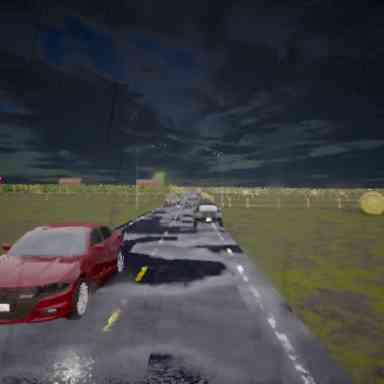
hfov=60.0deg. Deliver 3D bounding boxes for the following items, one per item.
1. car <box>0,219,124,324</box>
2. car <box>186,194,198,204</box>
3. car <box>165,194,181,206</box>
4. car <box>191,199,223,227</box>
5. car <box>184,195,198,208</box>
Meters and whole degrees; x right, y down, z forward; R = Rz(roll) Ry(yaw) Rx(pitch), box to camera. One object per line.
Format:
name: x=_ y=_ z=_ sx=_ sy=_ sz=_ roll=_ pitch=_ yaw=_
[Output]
car: x=-2.844 y=1.440 z=7.461 sx=1.882 sy=1.535 sz=5.008 roll=0 pitch=0 yaw=0
car: x=0.044 y=1.184 z=56.651 sx=1.882 sy=1.535 sz=5.008 roll=0 pitch=0 yaw=0
car: x=-2.787 y=1.097 z=49.507 sx=2.097 sy=1.767 sz=4.553 roll=0 pitch=0 yaw=0
car: x=0.980 y=1.418 z=21.601 sx=1.812 sy=1.442 sz=4.674 roll=0 pitch=0 yaw=0
car: x=0.058 y=1.272 z=42.874 sx=2.128 sy=1.511 sz=4.902 roll=0 pitch=0 yaw=0
